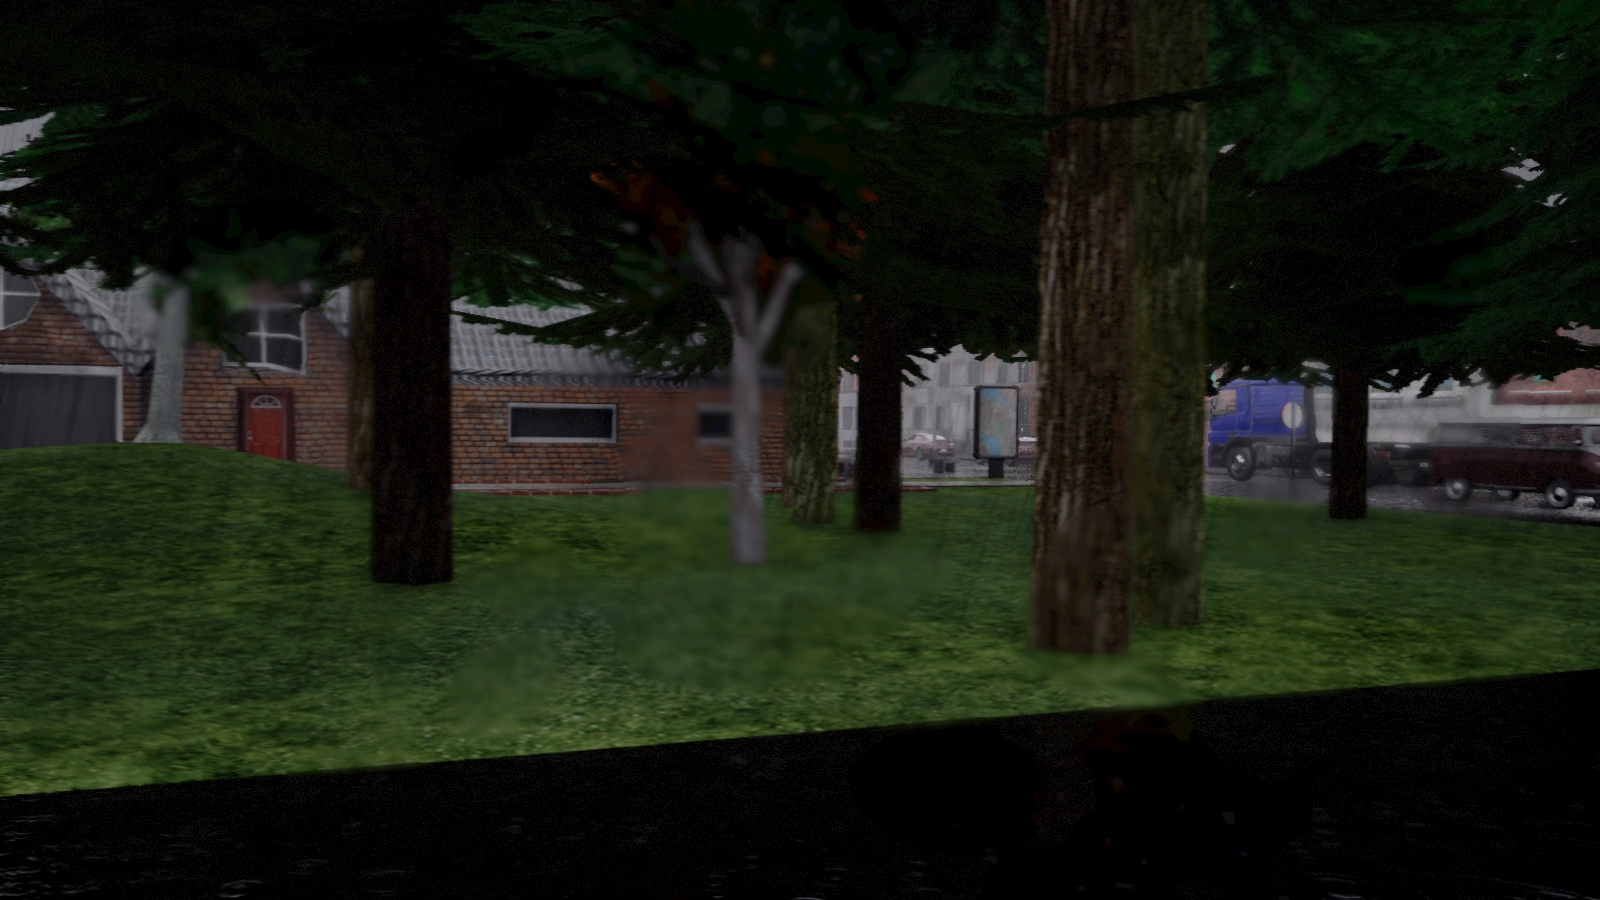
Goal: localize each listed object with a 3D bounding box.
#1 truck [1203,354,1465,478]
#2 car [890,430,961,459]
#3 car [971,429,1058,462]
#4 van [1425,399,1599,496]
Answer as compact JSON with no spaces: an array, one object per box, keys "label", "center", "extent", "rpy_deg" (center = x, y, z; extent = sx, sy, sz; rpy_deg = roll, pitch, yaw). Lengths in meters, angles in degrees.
[{"label":"truck","center":[16.446,-1.015,39.426],"extent":[2.891,3.462,7.936],"rpy_deg":[-1,1,-20]},{"label":"car","center":[6.527,-0.332,65.994],"extent":[1.812,1.442,4.674],"rpy_deg":[-1,1,-21]},{"label":"car","center":[9.739,-0.228,57.438],"extent":[1.812,1.442,4.674],"rpy_deg":[-1,1,-20]},{"label":"van","center":[16.440,-0.093,28.042],"extent":[1.775,1.987,4.442],"rpy_deg":[-1,1,-20]}]
